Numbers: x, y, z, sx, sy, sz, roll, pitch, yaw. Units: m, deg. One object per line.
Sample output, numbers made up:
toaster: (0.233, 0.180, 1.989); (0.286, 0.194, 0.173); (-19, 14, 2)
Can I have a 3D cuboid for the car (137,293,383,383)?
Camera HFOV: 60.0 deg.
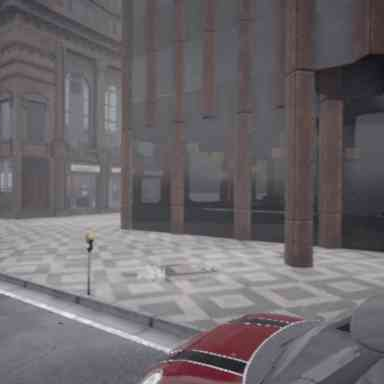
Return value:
car: (1.408, 1.440, 2.062); (4.097, 1.590, 1.967); (0, 1, 36)
